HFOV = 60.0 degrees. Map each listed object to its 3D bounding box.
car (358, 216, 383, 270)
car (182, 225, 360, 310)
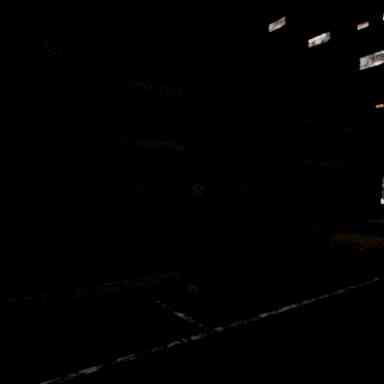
[{"bbox_3d":[6.199,1.500,10.964,4.829,1.417,1.752,0,1,-35],"label":"car"},{"bbox_3d":[1.803,1.553,7.831,4.313,1.339,1.947,0,1,-35],"label":"car"}]
